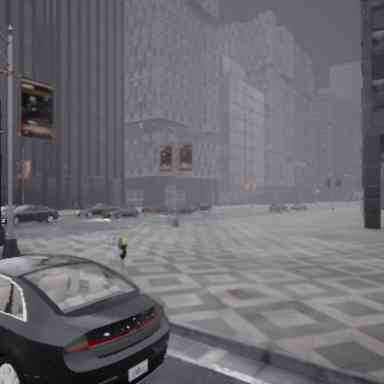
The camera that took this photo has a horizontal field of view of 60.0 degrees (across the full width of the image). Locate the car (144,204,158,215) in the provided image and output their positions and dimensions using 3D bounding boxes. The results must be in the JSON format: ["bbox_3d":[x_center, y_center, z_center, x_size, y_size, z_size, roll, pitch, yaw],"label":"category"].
[{"bbox_3d":[-4.682,2.326,44.884,1.895,1.301,4.718,0,-1,36],"label":"car"}]

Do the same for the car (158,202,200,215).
[{"bbox_3d":[-1.599,2.276,43.607,2.033,1.411,5.357,0,-1,36],"label":"car"}]

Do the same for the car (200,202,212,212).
[{"bbox_3d":[1.335,2.400,53.189,1.882,1.535,5.008,0,-1,36],"label":"car"}]

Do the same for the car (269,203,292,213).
[{"bbox_3d":[14.125,2.548,54.040,1.837,1.490,4.892,0,-1,36],"label":"car"}]

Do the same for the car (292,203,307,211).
[{"bbox_3d":[20.148,2.803,62.430,1.994,1.385,4.181,0,-1,36],"label":"car"}]

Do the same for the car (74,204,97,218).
[{"bbox_3d":[-10.553,2.025,36.712,2.128,1.511,4.902,0,-1,36],"label":"car"}]

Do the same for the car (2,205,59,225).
[{"bbox_3d":[-13.365,1.851,27.220,1.837,1.490,4.892,0,-1,36],"label":"car"}]

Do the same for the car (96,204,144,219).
[{"bbox_3d":[-7.568,2.097,35.314,1.994,1.385,4.181,0,-1,35],"label":"car"}]

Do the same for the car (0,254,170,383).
[{"bbox_3d":[-2.316,1.558,4.615,4.403,1.369,2.008,0,0,35],"label":"car"}]
